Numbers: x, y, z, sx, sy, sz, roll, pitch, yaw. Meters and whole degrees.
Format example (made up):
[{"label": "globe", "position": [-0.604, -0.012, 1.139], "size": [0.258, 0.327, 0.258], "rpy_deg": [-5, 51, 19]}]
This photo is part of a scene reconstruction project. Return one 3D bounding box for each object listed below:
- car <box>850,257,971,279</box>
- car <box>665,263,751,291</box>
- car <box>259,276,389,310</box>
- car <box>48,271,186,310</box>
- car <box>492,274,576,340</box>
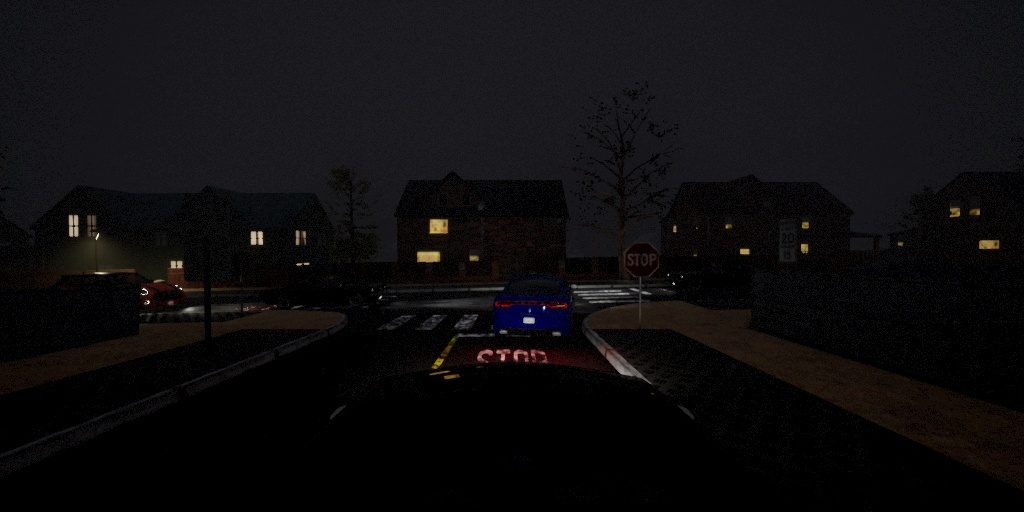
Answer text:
[{"label": "car", "position": [20.047, 0.753, 18.271], "size": [5.357, 1.411, 2.033], "rpy_deg": [-1, 1, 0]}, {"label": "car", "position": [10.402, 1.034, 18.230], "size": [4.718, 1.301, 1.895], "rpy_deg": [-1, 1, -1]}, {"label": "car", "position": [-7.819, 1.506, 15.294], "size": [4.718, 1.301, 1.895], "rpy_deg": [-1, 1, 0]}, {"label": "car", "position": [-16.806, 1.471, 15.282], "size": [4.553, 1.767, 2.097], "rpy_deg": [-1, 1, 0]}, {"label": "car", "position": [0.782, 1.226, 10.090], "size": [1.882, 1.535, 5.008], "rpy_deg": [0, 0, 10]}]
